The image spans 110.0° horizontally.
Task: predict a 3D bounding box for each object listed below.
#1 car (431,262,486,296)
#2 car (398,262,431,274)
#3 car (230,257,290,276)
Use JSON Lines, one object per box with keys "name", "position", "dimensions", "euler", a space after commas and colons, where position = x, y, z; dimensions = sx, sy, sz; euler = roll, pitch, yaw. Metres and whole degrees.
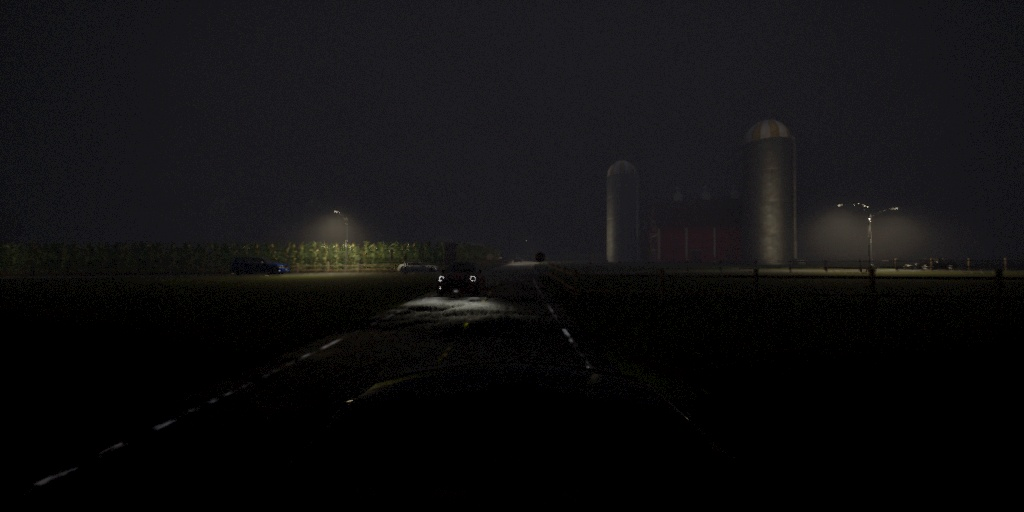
{"name": "car", "position": [-2.649, 1.103, 19.423], "dimensions": [2.097, 1.767, 4.553], "euler": [0, 0, 1]}
{"name": "car", "position": [-10.641, 1.370, 41.088], "dimensions": [4.674, 1.442, 1.812], "euler": [1, -1, -3]}
{"name": "car", "position": [-28.003, 1.168, 39.896], "dimensions": [5.566, 2.045, 2.150], "euler": [1, -1, -5]}
